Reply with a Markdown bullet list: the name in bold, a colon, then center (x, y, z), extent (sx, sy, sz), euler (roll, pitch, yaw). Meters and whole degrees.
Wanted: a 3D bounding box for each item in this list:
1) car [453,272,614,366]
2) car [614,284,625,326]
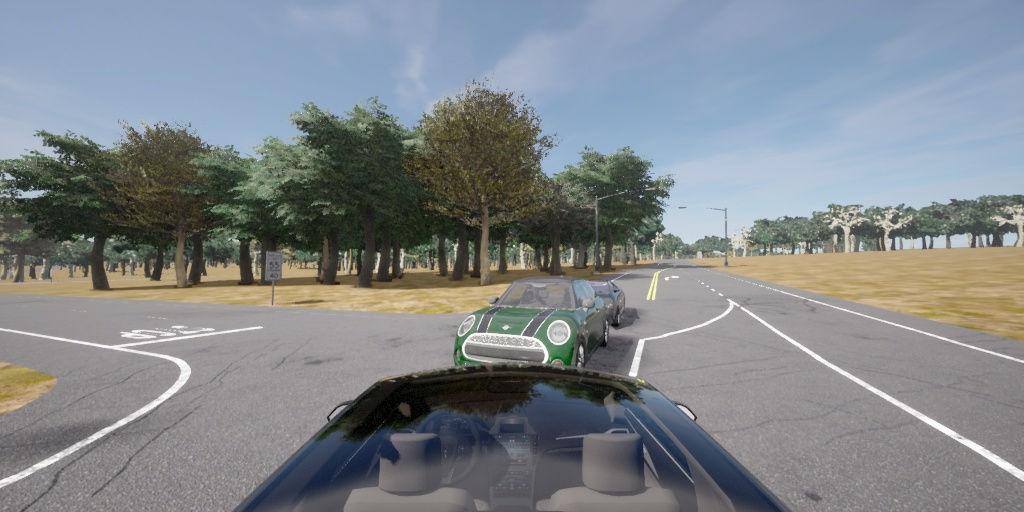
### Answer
- **car**: center (0.686, 1.222, 7.422), extent (2.097, 1.767, 4.553), euler (-1, -2, 22)
- **car**: center (2.913, 1.554, 12.854), extent (1.994, 1.385, 4.181), euler (-2, 0, 22)
